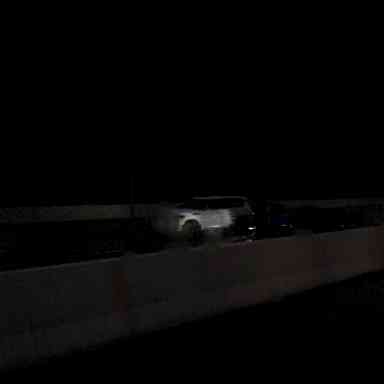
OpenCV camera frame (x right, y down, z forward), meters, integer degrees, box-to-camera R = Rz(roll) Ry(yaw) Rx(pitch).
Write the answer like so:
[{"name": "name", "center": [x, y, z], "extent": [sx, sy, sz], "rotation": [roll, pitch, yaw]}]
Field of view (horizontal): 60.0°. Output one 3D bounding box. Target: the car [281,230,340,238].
[{"name": "car", "center": [5.598, 1.472, 16.565], "extent": [5.008, 1.535, 1.882], "rotation": [0, 0, -35]}]
